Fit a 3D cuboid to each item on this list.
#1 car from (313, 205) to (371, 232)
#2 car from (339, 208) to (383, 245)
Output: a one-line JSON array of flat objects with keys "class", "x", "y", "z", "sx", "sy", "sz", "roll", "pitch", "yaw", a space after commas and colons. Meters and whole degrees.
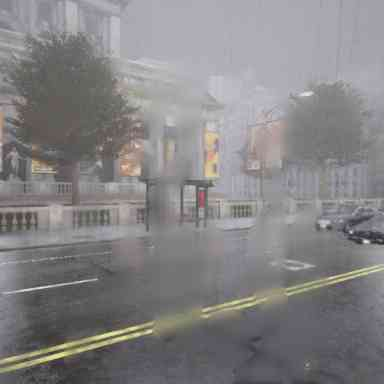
[{"class": "car", "x": 8.821, "y": 1.491, "z": 18.657, "sx": 4.902, "sy": 1.511, "sz": 2.128, "roll": 0, "pitch": 0, "yaw": -35}, {"class": "car", "x": 8.985, "y": 1.547, "z": 14.505, "sx": 5.357, "sy": 1.411, "sz": 2.033, "roll": 0, "pitch": 0, "yaw": -35}]
